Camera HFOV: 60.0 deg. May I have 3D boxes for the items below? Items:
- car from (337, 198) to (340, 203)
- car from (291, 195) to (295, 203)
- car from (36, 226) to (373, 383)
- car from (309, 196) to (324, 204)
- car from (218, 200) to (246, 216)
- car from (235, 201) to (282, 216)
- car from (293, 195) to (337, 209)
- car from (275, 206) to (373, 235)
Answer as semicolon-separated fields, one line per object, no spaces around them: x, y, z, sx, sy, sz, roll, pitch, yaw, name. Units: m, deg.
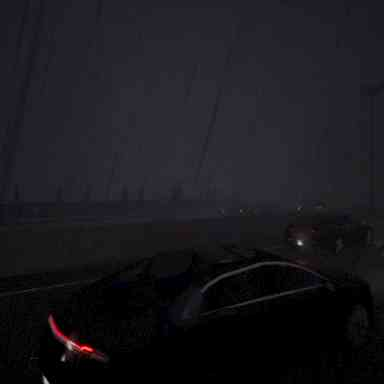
28.485;1.582;67.045;1.994;1.385;4.181;0;0;13;car
21.868;1.378;69.557;2.097;1.767;4.553;0;0;13;car
0.611;1.500;4.473;4.902;1.511;2.128;0;0;-38;car
24.710;1.621;66.126;2.033;1.411;5.357;0;0;13;car
4.436;1.548;32.834;2.128;1.511;4.902;0;0;38;car
6.067;1.648;29.247;1.895;1.301;4.718;0;0;39;car
11.204;1.393;30.175;2.097;1.767;4.553;0;0;37;car
5.542;1.522;13.245;4.892;1.490;1.837;0;0;-43;car
